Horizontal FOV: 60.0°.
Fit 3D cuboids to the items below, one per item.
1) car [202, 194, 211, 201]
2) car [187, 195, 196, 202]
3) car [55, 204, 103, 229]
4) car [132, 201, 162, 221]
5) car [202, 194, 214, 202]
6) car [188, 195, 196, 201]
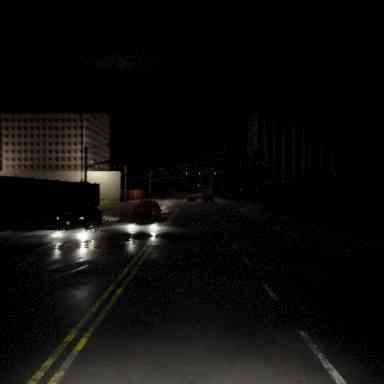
[{"bbox_3d":[3.492,1.314,80.551,2.128,1.511,4.902,0,0,0],"label":"car"},{"bbox_3d":[-0.007,1.445,70.517,1.895,1.301,4.718,0,0,0],"label":"car"},{"bbox_3d":[-7.042,1.481,21.259,1.812,1.442,4.674,0,0,1],"label":"car"},{"bbox_3d":[-3.503,1.457,26.319,1.882,1.535,5.008,0,0,0],"label":"car"},{"bbox_3d":[3.493,1.328,70.070,1.882,1.535,5.008,0,0,0],"label":"car"},{"bbox_3d":[-0.008,1.342,80.551,1.994,1.385,4.181,0,0,0],"label":"car"}]
